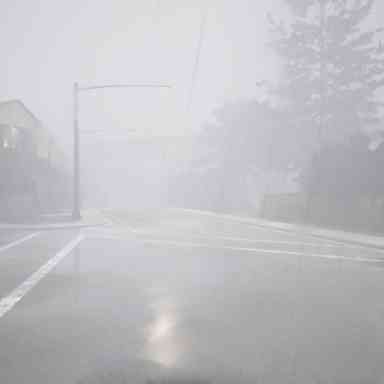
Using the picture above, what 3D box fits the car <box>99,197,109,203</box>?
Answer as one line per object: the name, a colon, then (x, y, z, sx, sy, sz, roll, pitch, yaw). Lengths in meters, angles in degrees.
car: (-19.020, 1.623, 71.934, 1.895, 1.301, 4.718, 0, 0, -11)
